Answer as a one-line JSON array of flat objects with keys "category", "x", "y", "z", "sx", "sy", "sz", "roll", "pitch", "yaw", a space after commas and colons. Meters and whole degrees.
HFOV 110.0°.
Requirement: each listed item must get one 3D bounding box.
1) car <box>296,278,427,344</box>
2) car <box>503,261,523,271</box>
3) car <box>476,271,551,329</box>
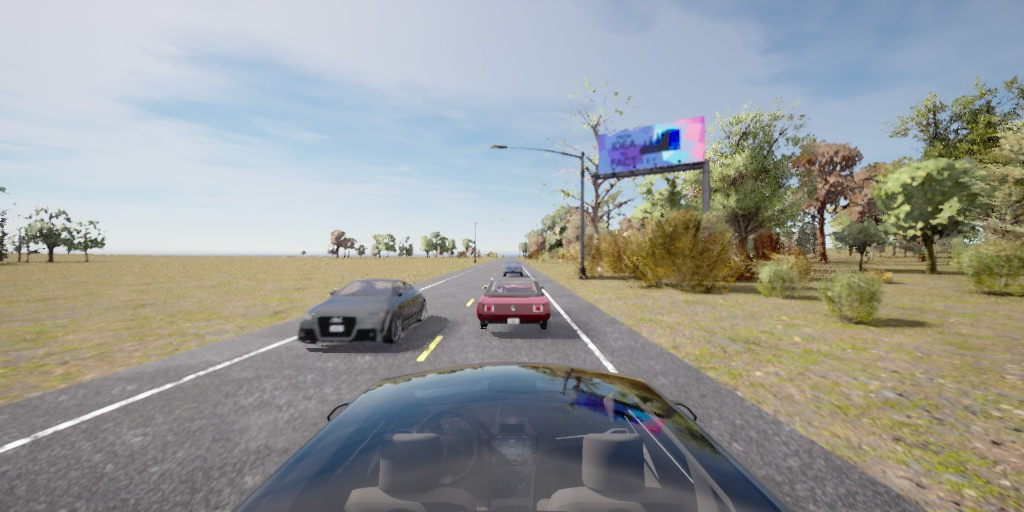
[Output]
[{"category": "car", "x": -3.587, "y": 1.290, "z": 9.337, "sx": 1.994, "sy": 1.385, "sz": 4.181, "roll": 0, "pitch": 0, "yaw": 0}, {"category": "car", "x": 0.101, "y": 1.192, "z": 34.955, "sx": 2.033, "sy": 1.411, "sz": 5.357, "roll": 0, "pitch": 0, "yaw": 0}, {"category": "car", "x": 0.058, "y": 1.321, "z": 11.117, "sx": 1.895, "sy": 1.301, "sz": 4.718, "roll": 0, "pitch": 0, "yaw": 0}]
